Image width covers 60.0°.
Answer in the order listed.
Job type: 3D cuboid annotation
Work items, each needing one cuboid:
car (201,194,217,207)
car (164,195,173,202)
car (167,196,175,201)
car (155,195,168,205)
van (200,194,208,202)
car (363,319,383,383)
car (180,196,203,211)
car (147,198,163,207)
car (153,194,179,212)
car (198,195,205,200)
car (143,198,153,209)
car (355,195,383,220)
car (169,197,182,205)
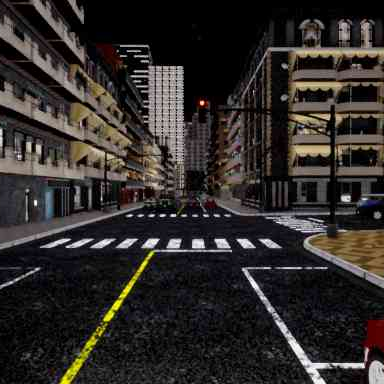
[{"bbox_3d":[2.746,1.454,50.805,1.967,1.590,4.097,-1,0,0],"label":"car"},{"bbox_3d":[-5.598,1.562,78.290,1.752,1.417,4.829,-1,0,0],"label":"car"},{"bbox_3d":[-5.583,1.632,89.516,1.802,1.307,4.206,-1,0,0],"label":"car"},{"bbox_3d":[-5.620,1.462,61.876,1.967,1.590,4.097,-1,0,0],"label":"car"},{"bbox_3d":[2.781,1.378,78.444,1.690,1.788,3.998,-1,0,0],"label":"van"},{"bbox_3d":[2.684,1.544,1.805,1.887,1.381,4.507,0,0,0],"label":"car"},{"bbox_3d":[0.029,1.555,41.727,2.033,1.411,5.357,0,0,2],"label":"car"},{"bbox_3d":[-5.633,1.579,50.820,1.947,1.339,4.313,0,0,0],"label":"car"},{"bbox_3d":[-3.049,1.228,40.077,2.150,2.045,5.566,0,0,0],"label":"car"},{"bbox_3d":[2.804,1.601,95.028,1.887,1.381,4.507,-1,0,0],"label":"car"},{"bbox_3d":[-5.640,1.560,45.293,2.008,1.369,4.403,0,0,0],"label":"car"},{"bbox_3d":[14.870,1.206,24.776,5.008,1.535,1.882,-1,0,-1],"label":"car"},{"bbox_3d":[-2.991,1.568,60.544,2.033,1.411,5.357,0,0,1],"label":"car"}]
